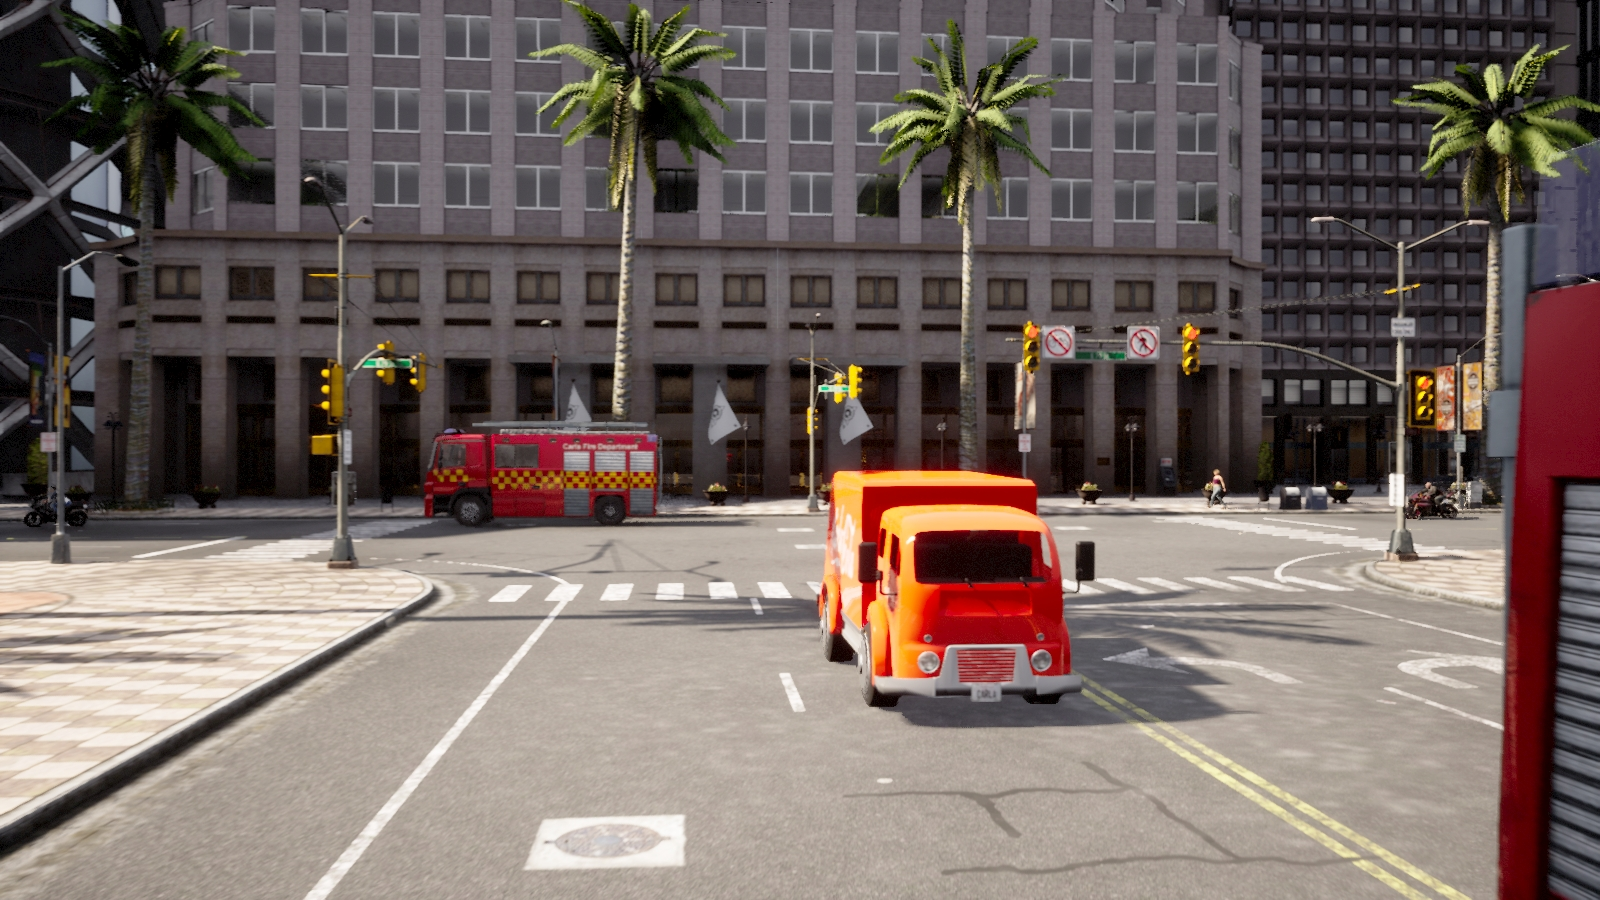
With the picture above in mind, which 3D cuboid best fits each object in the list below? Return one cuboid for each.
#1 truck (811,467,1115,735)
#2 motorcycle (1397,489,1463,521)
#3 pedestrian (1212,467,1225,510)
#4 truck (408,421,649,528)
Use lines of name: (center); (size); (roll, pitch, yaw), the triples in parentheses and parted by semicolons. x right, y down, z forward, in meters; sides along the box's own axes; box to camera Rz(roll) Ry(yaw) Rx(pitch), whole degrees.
truck: (1.669, 1.550, 14.072); (2.627, 2.467, 5.204); (0, 1, -4)
motorcycle: (25.344, 2.213, 45.960); (2.209, 1.251, 0.867); (0, 0, -5)
pedestrian: (18.582, 1.703, 50.743); (0.375, 1.860, 0.375); (0, 0, -17)
truck: (-9.958, 0.888, 42.709); (8.468, 3.827, 2.891); (0, 0, -5)
